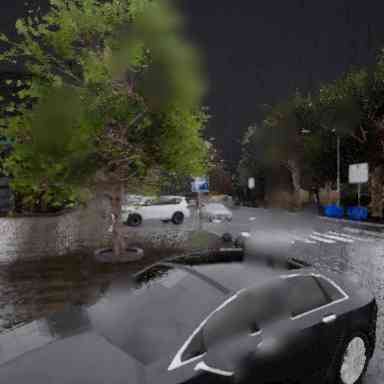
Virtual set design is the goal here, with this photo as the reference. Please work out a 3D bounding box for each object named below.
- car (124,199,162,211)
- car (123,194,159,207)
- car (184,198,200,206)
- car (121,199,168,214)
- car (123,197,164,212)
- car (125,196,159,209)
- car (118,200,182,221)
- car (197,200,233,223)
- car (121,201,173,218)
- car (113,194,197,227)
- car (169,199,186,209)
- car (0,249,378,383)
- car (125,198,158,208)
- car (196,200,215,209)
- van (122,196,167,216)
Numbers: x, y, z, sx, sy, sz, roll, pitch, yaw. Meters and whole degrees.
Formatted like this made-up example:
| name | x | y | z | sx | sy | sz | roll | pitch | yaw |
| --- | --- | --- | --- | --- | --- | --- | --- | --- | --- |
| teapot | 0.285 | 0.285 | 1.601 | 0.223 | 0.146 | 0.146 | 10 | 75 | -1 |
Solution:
| name | x | y | z | sx | sy | sz | roll | pitch | yaw |
| --- | --- | --- | --- | --- | --- | --- | --- | --- | --- |
| car | -6.560 | 1.707 | 44.791 | 4.674 | 1.452 | 2.002 | 0 | 0 | -30 |
| car | -8.644 | 1.471 | 56.635 | 5.566 | 2.045 | 2.435 | 0 | -1 | -30 |
| car | -0.108 | 1.824 | 62.085 | 2.128 | 1.511 | 4.902 | 0 | 0 | -10 |
| car | -5.490 | 1.642 | 38.876 | 5.008 | 1.535 | 2.097 | 0 | 0 | -30 |
| car | -6.061 | 1.529 | 41.825 | 4.553 | 1.767 | 2.185 | 0 | 0 | -30 |
| car | -7.583 | 1.567 | 50.715 | 4.553 | 1.767 | 2.185 | 0 | 0 | -30 |
| car | -3.734 | 1.604 | 30.105 | 5.366 | 1.575 | 1.946 | 0 | 0 | -30 |
| car | 1.953 | 1.676 | 27.368 | 1.812 | 1.442 | 4.674 | 0 | 0 | -10 |
| car | -4.437 | 1.659 | 32.967 | 4.674 | 1.452 | 2.002 | 0 | 0 | -30 |
| car | -2.835 | 1.333 | 24.076 | 5.566 | 2.045 | 2.435 | 0 | 0 | -30 |
| car | -2.343 | 1.797 | 51.632 | 2.033 | 1.411 | 5.357 | 0 | 0 | -10 |
| car | 0.208 | 1.523 | 3.706 | 4.892 | 1.490 | 1.837 | 0 | 2 | -36 |
| car | -8.118 | 1.737 | 53.680 | 4.792 | 1.488 | 2.163 | 0 | -1 | -30 |
| car | 2.010 | 1.876 | 50.672 | 1.895 | 1.301 | 4.718 | 0 | 0 | -10 |
| van | -5.066 | 1.406 | 35.859 | 4.442 | 1.987 | 1.878 | 0 | 0 | -30 |
